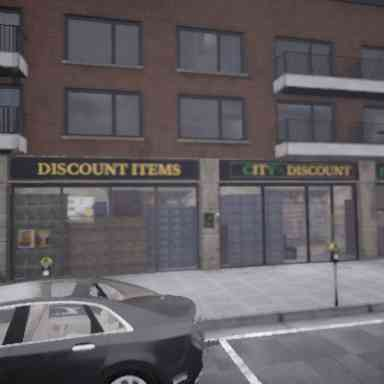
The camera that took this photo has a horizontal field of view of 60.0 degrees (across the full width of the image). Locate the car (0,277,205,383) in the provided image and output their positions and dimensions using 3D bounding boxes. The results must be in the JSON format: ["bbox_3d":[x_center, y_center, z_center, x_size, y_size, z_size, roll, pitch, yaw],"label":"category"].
[{"bbox_3d":[-2.047,1.758,3.834,4.403,1.369,2.008,0,-2,-13],"label":"car"}]
